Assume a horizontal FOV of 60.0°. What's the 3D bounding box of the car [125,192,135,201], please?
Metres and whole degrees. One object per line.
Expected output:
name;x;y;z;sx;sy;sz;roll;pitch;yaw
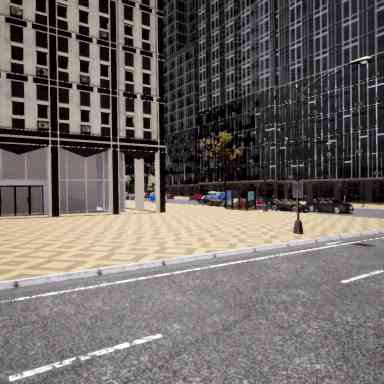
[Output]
car;-12.346;1.040;67.692;2.008;1.369;4.403;0;1;-35

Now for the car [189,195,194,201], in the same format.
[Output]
car;1.007;1.044;63.091;1.802;1.307;4.206;0;1;-35

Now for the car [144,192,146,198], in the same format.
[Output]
car;-8.674;0.615;77.124;2.192;1.841;5.009;0;1;-35

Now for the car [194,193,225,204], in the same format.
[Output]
car;2.813;1.262;50.280;1.895;1.301;4.718;-1;1;-35

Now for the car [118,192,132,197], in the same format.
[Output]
car;-18.354;0.689;91.162;2.008;1.369;4.403;0;1;-35

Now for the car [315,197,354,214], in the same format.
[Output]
car;13.997;1.345;34.046;1.837;1.490;4.892;-1;1;-35

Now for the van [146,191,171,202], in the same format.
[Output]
van;-5.891;0.937;58.332;1.690;1.788;3.998;0;1;-35

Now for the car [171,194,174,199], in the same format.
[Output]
car;-5.447;0.936;72.449;1.802;1.307;4.206;0;1;-35

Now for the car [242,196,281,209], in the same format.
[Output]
car;8.650;1.260;41.801;1.837;1.490;4.892;-1;1;-34

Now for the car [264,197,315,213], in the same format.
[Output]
car;10.136;1.424;34.868;1.947;1.339;4.313;0;1;-35

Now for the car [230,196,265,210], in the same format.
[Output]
car;6.923;1.388;39.559;1.802;1.307;4.206;0;1;-35

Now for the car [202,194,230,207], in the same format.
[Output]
car;3.744;1.320;44.270;1.947;1.339;4.313;0;1;-35

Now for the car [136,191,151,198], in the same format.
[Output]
car;-11.901;0.686;81.804;1.967;1.590;4.097;0;1;-35
